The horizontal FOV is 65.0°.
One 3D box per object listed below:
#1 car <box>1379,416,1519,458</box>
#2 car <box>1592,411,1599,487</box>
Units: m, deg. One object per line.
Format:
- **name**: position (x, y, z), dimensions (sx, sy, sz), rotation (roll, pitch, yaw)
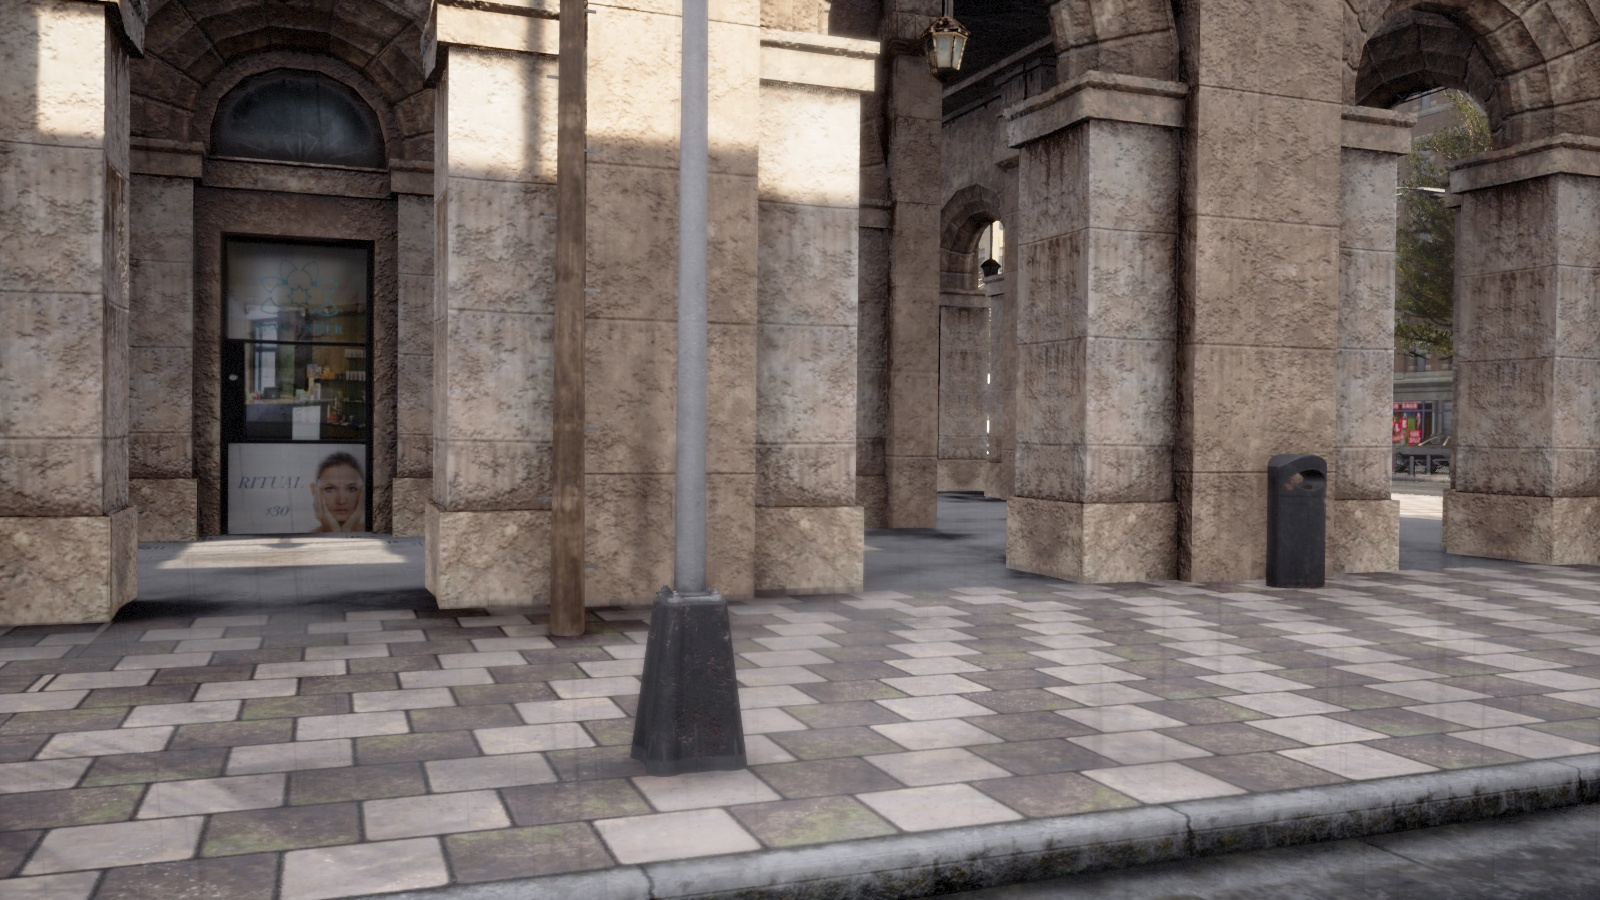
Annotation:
- **car**: position (26.977, -0.567, 52.405), dimensions (2.152, 1.651, 5.027), rotation (-1, 1, -21)
- **car**: position (20.346, -0.014, 27.671), dimensions (2.097, 1.767, 4.553), rotation (-1, 1, -20)
